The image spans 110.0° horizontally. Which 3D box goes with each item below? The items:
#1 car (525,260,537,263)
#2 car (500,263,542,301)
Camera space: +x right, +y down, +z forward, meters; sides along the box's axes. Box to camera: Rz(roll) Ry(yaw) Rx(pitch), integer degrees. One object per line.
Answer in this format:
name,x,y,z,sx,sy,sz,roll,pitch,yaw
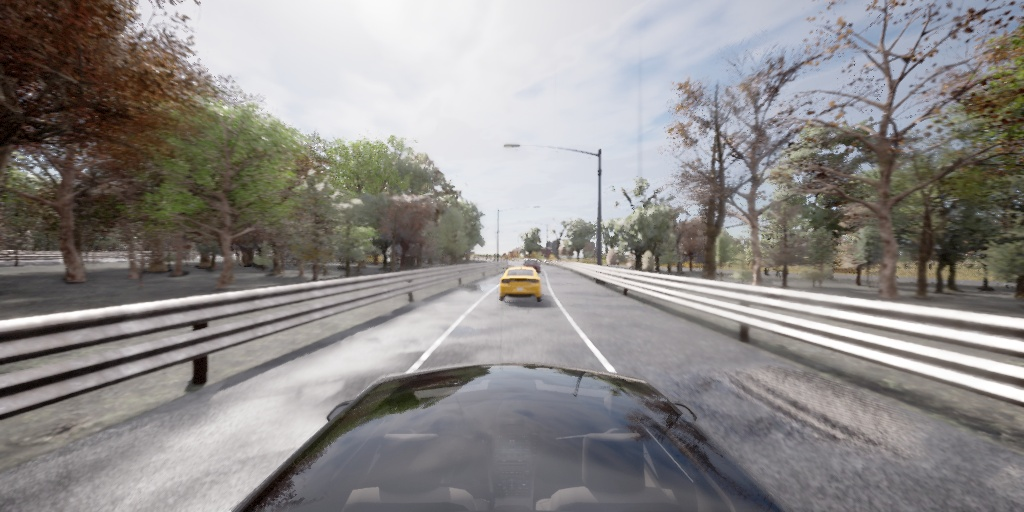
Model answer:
car,2.279,1.251,42.366,2.097,1.767,4.553,0,0,4
car,0.473,1.280,17.827,1.882,1.535,5.008,0,0,3
